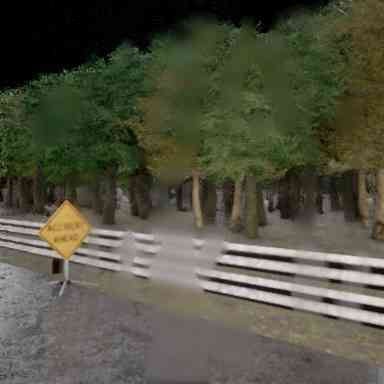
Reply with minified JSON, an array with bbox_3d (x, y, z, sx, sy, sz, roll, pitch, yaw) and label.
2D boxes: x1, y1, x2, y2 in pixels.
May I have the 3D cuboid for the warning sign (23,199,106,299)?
[{"bbox_3d":[-2.717,1.110,7.169,1.060,1.860,1.300,0,0,37],"label":"warning sign"}]
